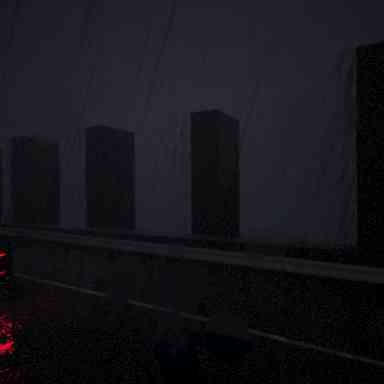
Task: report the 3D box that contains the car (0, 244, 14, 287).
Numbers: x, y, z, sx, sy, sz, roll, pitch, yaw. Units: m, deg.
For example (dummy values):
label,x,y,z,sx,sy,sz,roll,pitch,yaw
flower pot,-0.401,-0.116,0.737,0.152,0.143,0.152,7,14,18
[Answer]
label,x,y,z,sx,sy,sz,roll,pitch,yaw
car,-6.245,1.537,7.958,4.892,1.490,1.837,0,0,32
